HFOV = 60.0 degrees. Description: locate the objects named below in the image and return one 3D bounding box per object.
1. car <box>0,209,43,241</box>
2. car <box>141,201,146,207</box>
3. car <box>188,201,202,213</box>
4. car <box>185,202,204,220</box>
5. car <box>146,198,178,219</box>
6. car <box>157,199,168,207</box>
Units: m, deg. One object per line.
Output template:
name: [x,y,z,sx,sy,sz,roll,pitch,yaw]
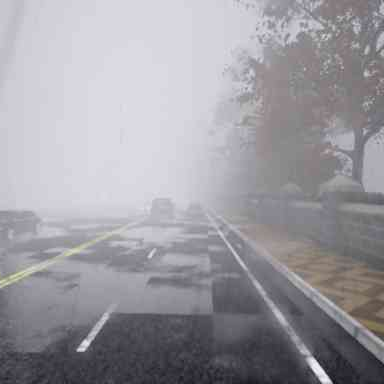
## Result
car: [-9.755,1.697,17.794,1.837,1.490,4.892,0,-1,0]
car: [-9.366,2.417,68.926,1.895,1.301,4.718,0,-1,0]
car: [0.355,2.102,46.573,1.837,1.490,4.892,0,0,0]
car: [0.265,1.973,33.465,2.033,1.411,5.357,0,-1,0]
car: [-2.967,1.644,34.179,2.150,2.045,5.566,0,-1,0]
car: [-6.115,2.311,68.940,1.882,1.535,5.008,0,-1,0]
